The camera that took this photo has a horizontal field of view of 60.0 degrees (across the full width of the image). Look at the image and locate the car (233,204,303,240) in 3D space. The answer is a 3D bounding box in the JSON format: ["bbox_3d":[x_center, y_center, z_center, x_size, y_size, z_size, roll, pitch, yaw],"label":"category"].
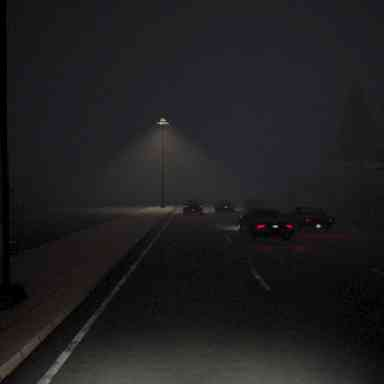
[{"bbox_3d":[3.600,1.547,16.861,2.033,1.411,5.357,0,0,0],"label":"car"}]

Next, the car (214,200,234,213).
[{"bbox_3d":[3.597,1.564,37.472,1.994,1.385,4.181,0,0,0],"label":"car"}]

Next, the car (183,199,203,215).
[{"bbox_3d":[0.094,1.526,34.005,1.812,1.442,4.674,0,0,0],"label":"car"}]

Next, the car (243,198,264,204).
[{"bbox_3d":[7.098,1.478,38.548,1.882,1.535,5.008,0,0,0],"label":"car"}]

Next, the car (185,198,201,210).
[{"bbox_3d":[0.093,1.564,42.978,1.994,1.385,4.181,0,0,0],"label":"car"}]

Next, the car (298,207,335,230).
[{"bbox_3d":[7.100,1.601,20.907,1.895,1.301,4.718,0,0,0],"label":"car"}]
